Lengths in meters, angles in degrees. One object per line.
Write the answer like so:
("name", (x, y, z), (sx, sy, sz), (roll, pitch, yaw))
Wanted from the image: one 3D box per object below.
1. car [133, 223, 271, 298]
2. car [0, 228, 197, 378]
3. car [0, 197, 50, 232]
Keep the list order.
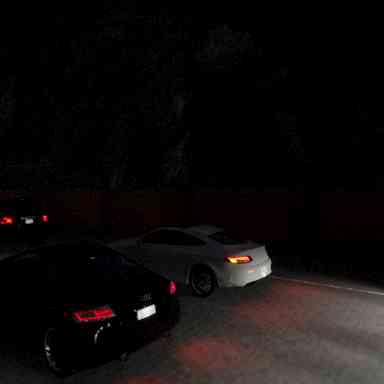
("car", (-0.320, 1.526, 8.525), (4.674, 1.442, 1.812), (0, 0, 36))
("car", (-2.234, 1.564, 5.591), (4.181, 1.385, 1.994), (0, 0, 36))
("car", (-8.407, 1.221, 14.306), (5.566, 2.045, 2.150), (0, 0, 36))
